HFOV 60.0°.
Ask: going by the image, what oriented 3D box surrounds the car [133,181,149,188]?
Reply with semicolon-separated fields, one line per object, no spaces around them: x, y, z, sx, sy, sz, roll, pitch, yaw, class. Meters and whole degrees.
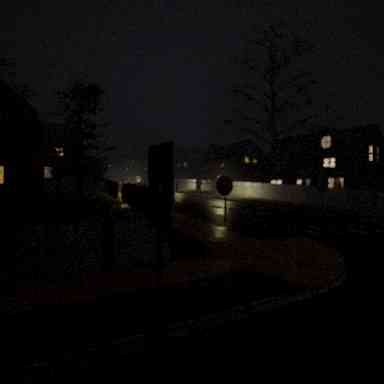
-6.839;-0.832;45.847;1.994;1.385;4.181;0;3;-21;car
